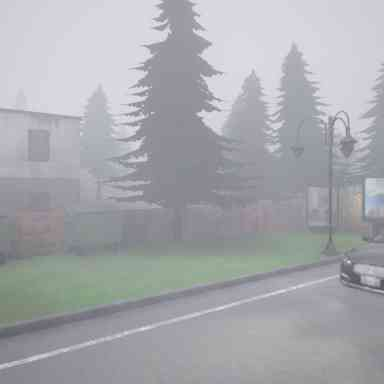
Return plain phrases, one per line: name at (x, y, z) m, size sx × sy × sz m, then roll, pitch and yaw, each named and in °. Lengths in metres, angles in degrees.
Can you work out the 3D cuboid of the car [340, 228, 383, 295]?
car at (5.504, 1.491, 8.021) m, size 4.902 × 1.511 × 2.128 m, roll 0°, pitch 0°, yaw -36°
